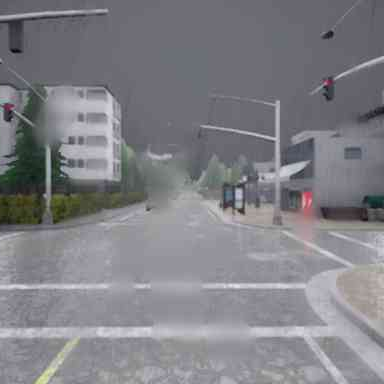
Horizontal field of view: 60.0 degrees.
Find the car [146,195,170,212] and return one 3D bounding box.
[{"bbox_3d":[-3.499,1.330,34.076,1.994,1.385,4.181,0,1,0],"label":"car"}]

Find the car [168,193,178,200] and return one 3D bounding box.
[{"bbox_3d":[-3.498,0.895,58.122,1.837,1.490,4.892,0,0,0],"label":"car"}]
